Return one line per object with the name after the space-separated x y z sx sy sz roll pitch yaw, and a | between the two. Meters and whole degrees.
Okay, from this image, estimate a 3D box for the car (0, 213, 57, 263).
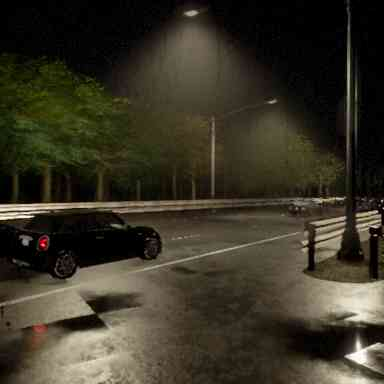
-6.912 1.524 10.873 1.994 1.385 4.181 0 0 39 | car

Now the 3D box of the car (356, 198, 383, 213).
18.705 1.625 35.416 2.033 1.411 5.357 0 0 43 | car

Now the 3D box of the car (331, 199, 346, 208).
22.476 1.681 49.367 4.718 1.301 1.895 0 0 -45 | car

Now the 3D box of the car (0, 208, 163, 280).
-3.002 1.338 10.334 2.097 1.767 4.553 1 0 39 | car

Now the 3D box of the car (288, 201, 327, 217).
11.314 1.586 32.408 2.033 1.411 5.357 0 0 42 | car

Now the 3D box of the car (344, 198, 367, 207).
26.096 1.663 53.075 4.181 1.385 1.994 0 0 -44 | car
